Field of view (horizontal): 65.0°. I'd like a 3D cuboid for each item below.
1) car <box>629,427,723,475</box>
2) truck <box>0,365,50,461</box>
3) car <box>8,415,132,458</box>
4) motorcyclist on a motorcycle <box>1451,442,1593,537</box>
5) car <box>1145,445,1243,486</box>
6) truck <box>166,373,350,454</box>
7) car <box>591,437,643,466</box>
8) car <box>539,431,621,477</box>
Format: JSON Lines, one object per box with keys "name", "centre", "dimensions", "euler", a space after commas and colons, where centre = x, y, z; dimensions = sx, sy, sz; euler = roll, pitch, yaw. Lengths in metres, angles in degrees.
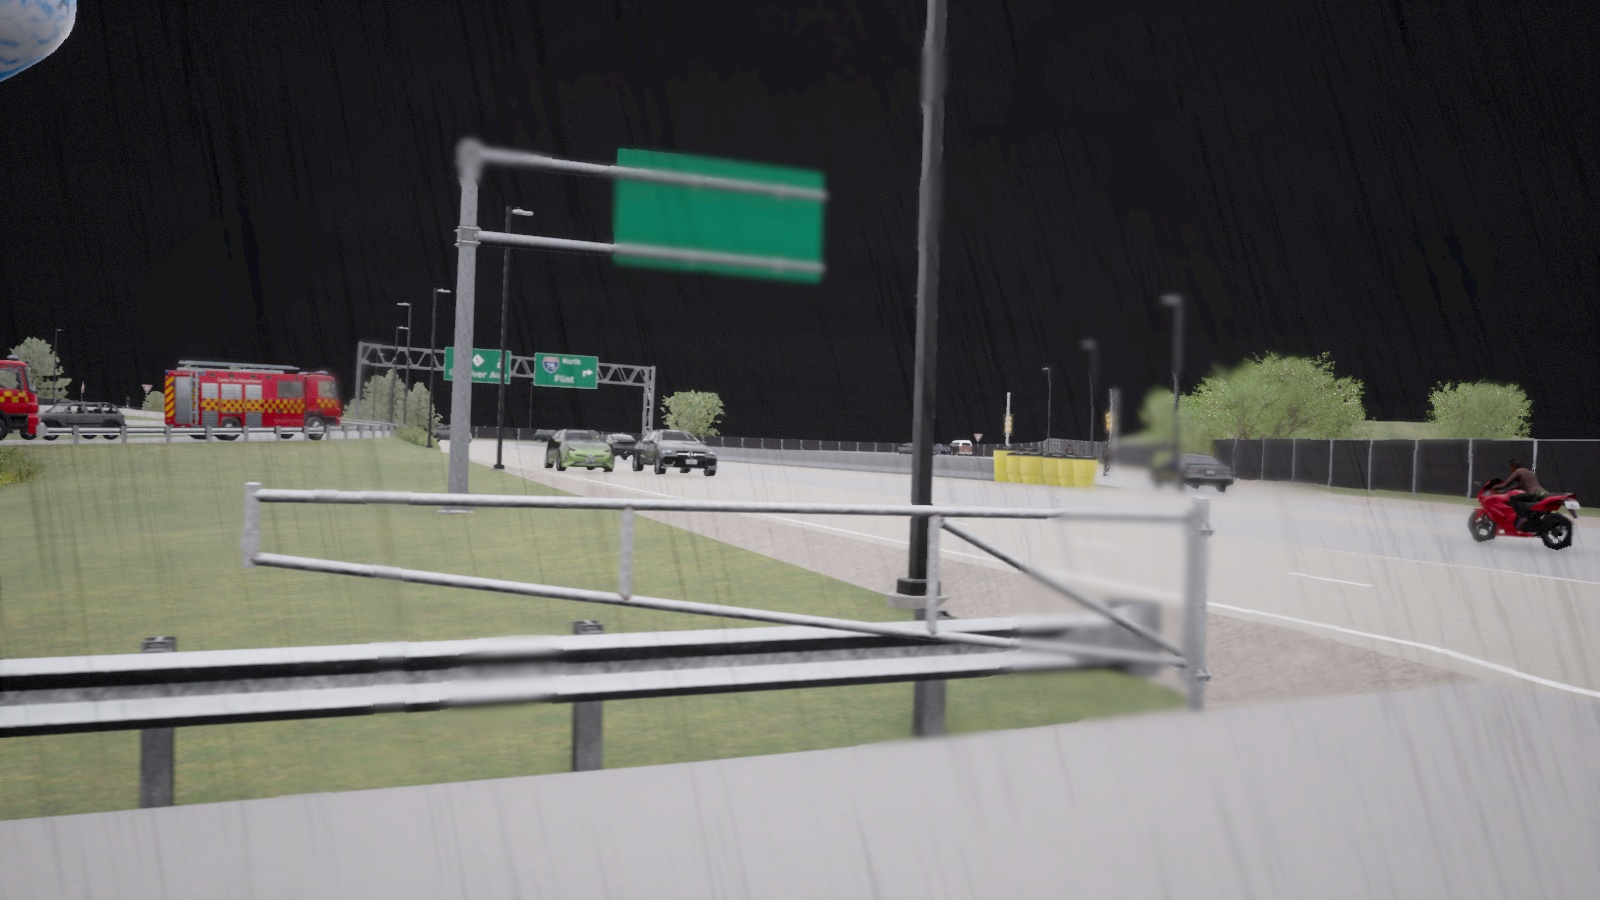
{"name": "car", "centre": [-4.627, 0.020, 46.034], "dimensions": [2.152, 1.651, 5.027], "euler": [1, 0, -21]}
{"name": "truck", "centre": [-34.800, -1.421, 49.899], "dimensions": [8.468, 3.827, 2.891], "euler": [-2, 1, -30]}
{"name": "car", "centre": [-33.790, -0.654, 58.276], "dimensions": [1.932, 1.855, 4.605], "euler": [0, 2, 28]}
{"name": "motorcyclist on a motorcycle", "centre": [12.260, 0.636, 21.400], "dimensions": [0.797, 1.523, 2.044], "euler": [1, 0, -20]}
{"name": "car", "centre": [14.834, 0.532, 47.636], "dimensions": [2.033, 1.411, 5.357], "euler": [1, 1, 0]}
{"name": "truck", "centre": [-27.334, -1.844, 63.856], "dimensions": [2.891, 3.827, 8.468], "euler": [1, 2, 30]}
{"name": "car", "centre": [-10.338, 0.061, 70.715], "dimensions": [1.837, 1.490, 4.892], "euler": [1, 0, -21]}
{"name": "car", "centre": [-7.890, 0.123, 44.761], "dimensions": [2.007, 1.525, 4.514], "euler": [1, 0, -21]}
